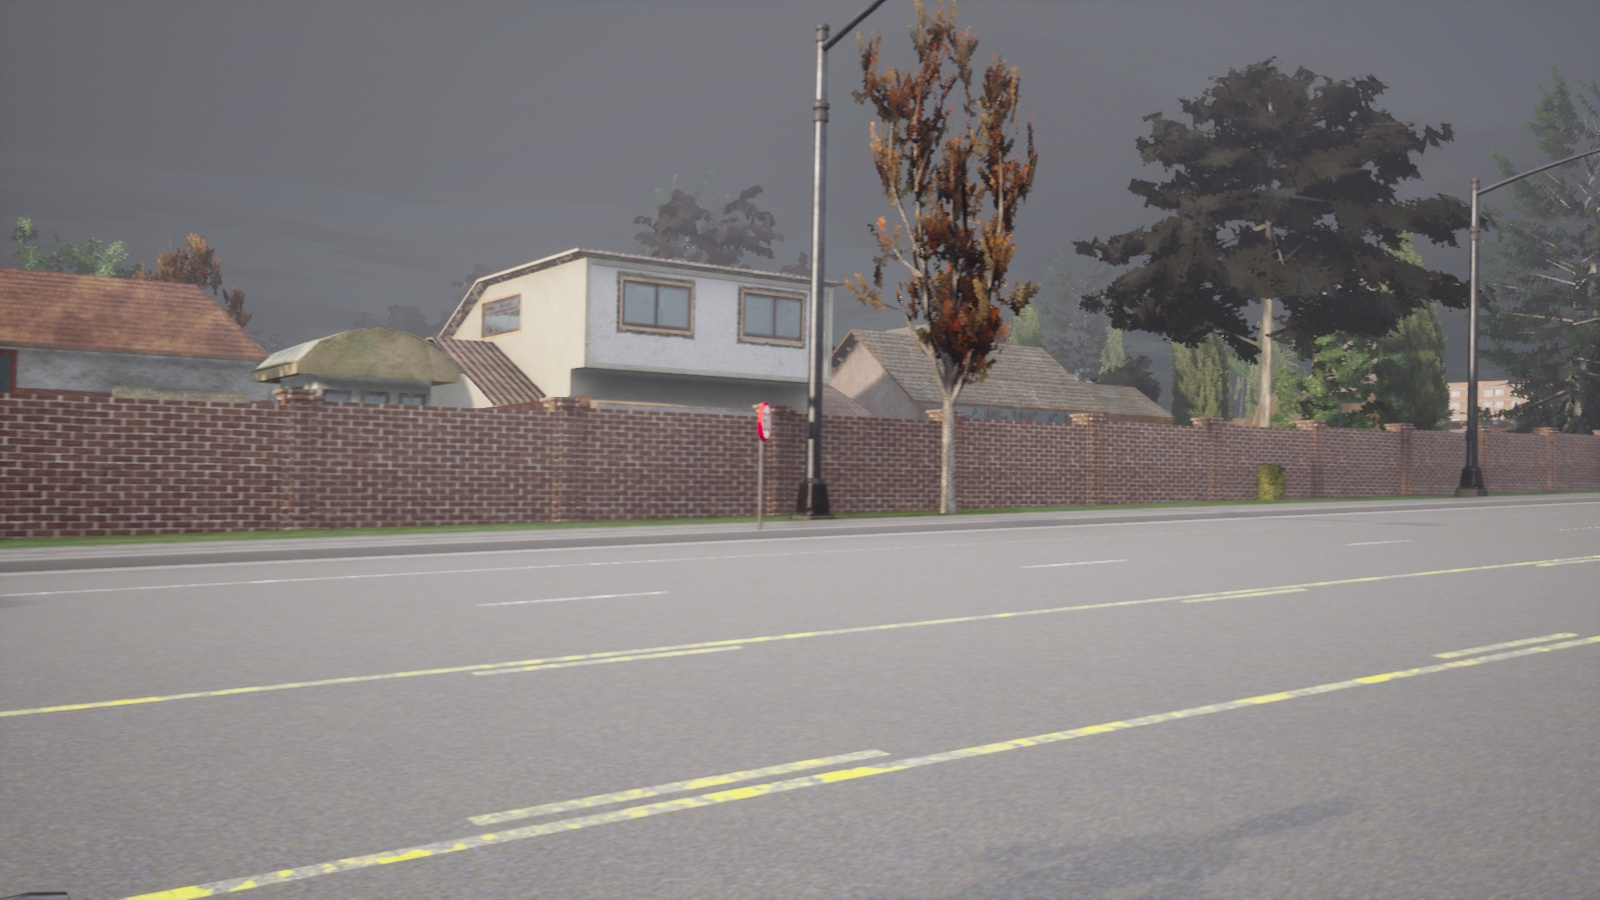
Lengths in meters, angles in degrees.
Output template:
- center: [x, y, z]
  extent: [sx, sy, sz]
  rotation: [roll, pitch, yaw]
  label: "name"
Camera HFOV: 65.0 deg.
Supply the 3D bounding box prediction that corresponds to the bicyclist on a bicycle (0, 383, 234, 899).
- center: [-1.941, 0.691, 2.304]
  extent: [1.509, 1.612, 0.866]
  rotation: [0, 0, -35]
  label: "bicyclist on a bicycle"
